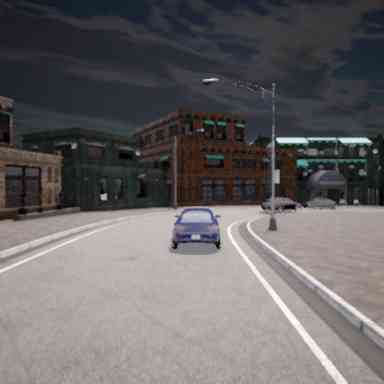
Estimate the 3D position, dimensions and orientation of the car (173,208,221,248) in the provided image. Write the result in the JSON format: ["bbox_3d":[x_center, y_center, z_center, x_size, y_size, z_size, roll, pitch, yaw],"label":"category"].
[{"bbox_3d":[0.239,1.404,14.047,1.812,1.442,4.674,0,1,2],"label":"car"}]

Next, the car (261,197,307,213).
[{"bbox_3d":[9.041,1.279,33.522,4.902,1.511,2.128,0,0,-39],"label":"car"}]

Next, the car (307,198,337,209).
[{"bbox_3d":[15.433,1.374,40.593,4.181,1.385,1.994,1,1,-13],"label":"car"}]
